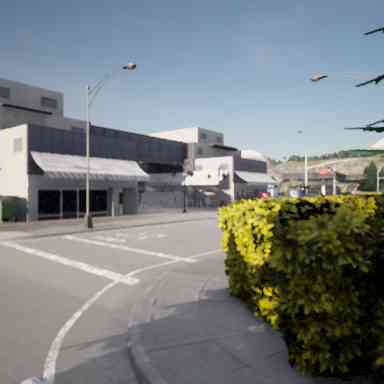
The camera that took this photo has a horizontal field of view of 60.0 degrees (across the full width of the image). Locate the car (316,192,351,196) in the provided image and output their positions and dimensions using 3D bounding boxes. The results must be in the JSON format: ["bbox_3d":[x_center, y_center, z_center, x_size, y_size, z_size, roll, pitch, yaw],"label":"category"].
[{"bbox_3d":[17.063,1.153,40.068,2.097,1.767,4.553,0,0,39],"label":"car"}]

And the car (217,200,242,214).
[{"bbox_3d":[3.673,1.295,23.601,2.128,1.511,4.902,0,0,39],"label":"car"}]

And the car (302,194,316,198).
[{"bbox_3d":[27.423,1.265,77.458,2.007,1.523,4.514,0,0,39],"label":"car"}]

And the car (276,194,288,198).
[{"bbox_3d":[20.155,1.195,74.251,1.970,1.475,3.806,0,0,39],"label":"car"}]
